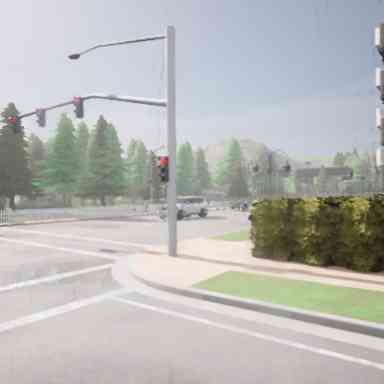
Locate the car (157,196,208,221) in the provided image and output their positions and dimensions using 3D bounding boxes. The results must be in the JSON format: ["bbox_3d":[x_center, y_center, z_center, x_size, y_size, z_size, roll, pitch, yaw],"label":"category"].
[{"bbox_3d":[-0.736,1.404,30.270,2.150,2.045,5.566,-1,0,38],"label":"car"}]

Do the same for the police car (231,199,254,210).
[{"bbox_3d":[7.183,1.704,45.768,2.038,1.542,4.974,-1,0,38],"label":"police car"}]
